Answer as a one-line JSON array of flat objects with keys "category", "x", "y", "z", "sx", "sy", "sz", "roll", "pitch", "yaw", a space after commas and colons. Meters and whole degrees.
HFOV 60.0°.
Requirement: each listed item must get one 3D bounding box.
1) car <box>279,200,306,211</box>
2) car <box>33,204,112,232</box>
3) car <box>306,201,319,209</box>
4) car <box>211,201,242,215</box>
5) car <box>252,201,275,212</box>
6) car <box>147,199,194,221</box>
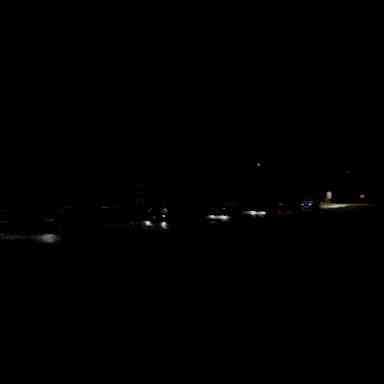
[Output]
[{"category": "car", "x": 13.396, "y": 1.825, "z": 45.365, "sx": 2.128, "sy": 1.511, "sz": 4.902, "roll": 0, "pitch": -1, "yaw": 35}, {"category": "car", "x": -7.260, "y": 1.530, "z": 20.678, "sx": 1.882, "sy": 1.535, "sz": 5.008, "roll": 0, "pitch": -1, "yaw": 35}, {"category": "car", "x": 19.078, "y": 2.023, "z": 53.640, "sx": 1.895, "sy": 1.301, "sz": 4.718, "roll": 0, "pitch": -1, "yaw": 35}, {"category": "car", "x": 3.923, "y": 1.760, "z": 36.788, "sx": 1.812, "sy": 1.442, "sz": 4.674, "roll": 0, "pitch": -1, "yaw": 35}, {"category": "car", "x": 9.681, "y": 1.889, "z": 45.025, "sx": 1.994, "sy": 1.385, "sz": 4.181, "roll": 0, "pitch": -1, "yaw": 35}, {"category": "car", "x": -1.751, "y": 1.495, "z": 28.619, "sx": 2.097, "sy": 1.767, "sz": 4.553, "roll": 0, "pitch": -1, "yaw": 35}]
